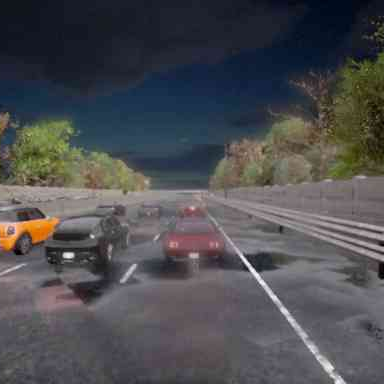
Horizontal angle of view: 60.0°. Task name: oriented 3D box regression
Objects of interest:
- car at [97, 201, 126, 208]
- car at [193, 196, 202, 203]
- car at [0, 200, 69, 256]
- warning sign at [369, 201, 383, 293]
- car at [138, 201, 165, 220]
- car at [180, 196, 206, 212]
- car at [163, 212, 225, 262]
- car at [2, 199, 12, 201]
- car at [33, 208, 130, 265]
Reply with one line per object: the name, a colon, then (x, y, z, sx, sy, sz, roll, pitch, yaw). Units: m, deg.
car: (-6.928, 1.534, 28.832, 2.128, 1.511, 4.902, 0, 0, 0)
car: (1.190, 1.645, 76.797, 1.882, 1.535, 5.008, 0, 0, 0)
car: (-6.922, 1.368, 13.388, 2.097, 1.767, 4.553, 0, 0, 0)
warning sign: (4.545, 1.122, 6.799, 1.300, 1.860, 1.060, 0, 0, 0)
car: (-3.428, 1.534, 28.840, 2.128, 1.511, 4.902, 0, 0, 0)
car: (0.071, 1.394, 28.595, 2.097, 1.767, 4.553, 0, 0, 0)
car: (0.076, 1.614, 12.159, 1.895, 1.301, 4.718, 0, 0, 0)
car: (-24.596, 1.642, 44.623, 1.994, 1.385, 4.181, 0, 0, 0)
car: (-3.427, 1.517, 11.691, 1.837, 1.490, 4.892, 0, 0, 0)
